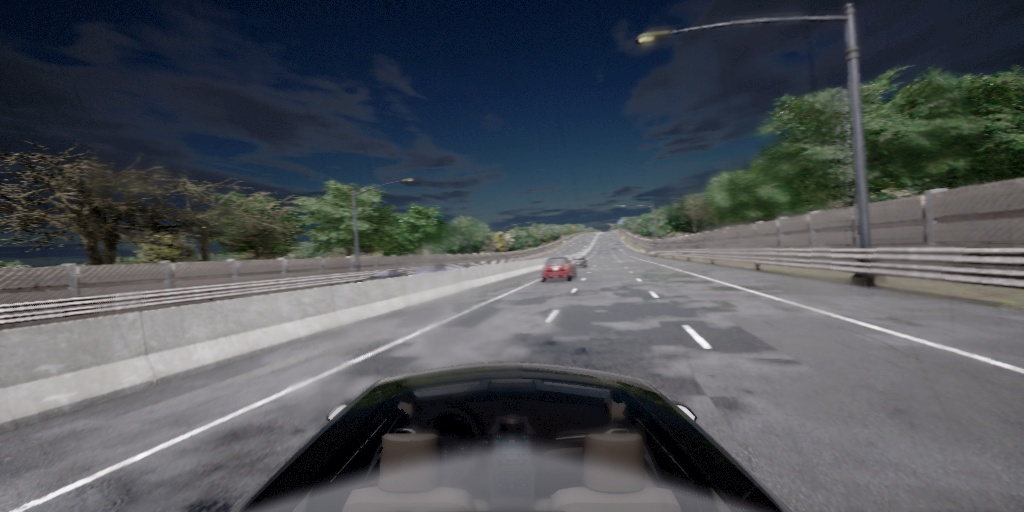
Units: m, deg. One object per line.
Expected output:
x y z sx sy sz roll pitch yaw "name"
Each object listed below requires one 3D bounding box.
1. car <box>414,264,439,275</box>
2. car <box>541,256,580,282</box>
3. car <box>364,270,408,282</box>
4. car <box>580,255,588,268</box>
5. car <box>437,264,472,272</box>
-8.280 1.663 36.831 2.097 1.767 4.553 -4 0 15 "car"
3.509 0.841 26.312 2.097 1.767 4.553 -4 0 15 "car"
-12.282 2.133 35.328 2.033 1.411 5.357 -4 0 15 "car"
8.237 0.687 43.877 2.128 1.511 4.902 -4 0 15 "car"
-4.999 1.632 35.550 2.033 1.411 5.357 -4 0 15 "car"
